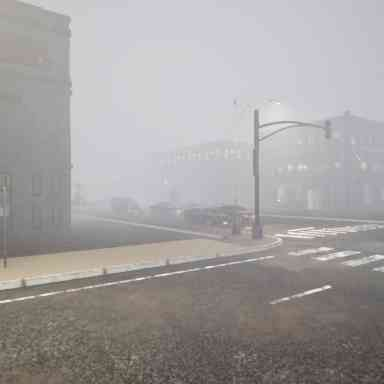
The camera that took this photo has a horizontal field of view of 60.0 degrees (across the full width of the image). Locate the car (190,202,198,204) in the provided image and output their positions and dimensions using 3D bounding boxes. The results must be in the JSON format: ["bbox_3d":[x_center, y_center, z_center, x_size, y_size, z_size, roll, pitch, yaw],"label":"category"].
[{"bbox_3d":[-0.111,1.903,41.079,1.802,1.307,4.206,-2,0,-36],"label":"car"}]

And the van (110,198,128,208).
[{"bbox_3d":[-12.978,1.907,59.100,1.690,1.788,3.998,-1,0,-36],"label":"van"}]

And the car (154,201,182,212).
[{"bbox_3d":[-3.325,1.966,45.584,1.802,1.307,4.206,-2,0,-36],"label":"car"}]

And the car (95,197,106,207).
[{"bbox_3d":[-16.194,1.939,63.605,2.192,1.841,5.009,-1,0,-36],"label":"car"}]

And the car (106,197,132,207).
[{"bbox_3d":[-8.748,1.677,43.259,2.150,2.045,5.566,-1,0,-35],"label":"car"}]

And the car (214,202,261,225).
[{"bbox_3d":[3.338,1.745,26.303,1.812,1.442,4.674,-1,0,-35],"label":"car"}]

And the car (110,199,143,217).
[{"bbox_3d":[-6.934,1.846,36.209,1.967,1.590,4.097,-1,0,-36],"label":"car"}]

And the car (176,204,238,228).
[{"bbox_3d":[1.031,1.814,24.843,1.947,1.339,4.313,-2,0,-36],"label":"car"}]

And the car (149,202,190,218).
[{"bbox_3d":[-2.707,1.830,34.764,2.128,1.511,4.902,-1,0,-36],"label":"car"}]

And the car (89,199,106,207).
[{"bbox_3d":[-19.404,2.227,68.111,1.887,1.381,4.507,-1,0,-36],"label":"car"}]

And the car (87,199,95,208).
[{"bbox_3d":[-19.219,2.159,63.412,2.128,1.511,4.902,-1,0,-36],"label":"car"}]
